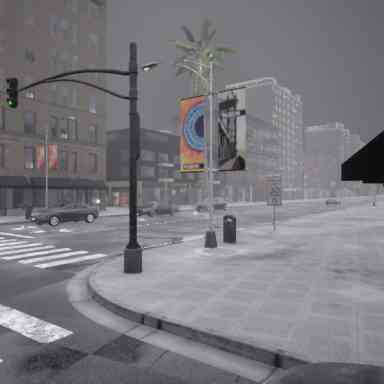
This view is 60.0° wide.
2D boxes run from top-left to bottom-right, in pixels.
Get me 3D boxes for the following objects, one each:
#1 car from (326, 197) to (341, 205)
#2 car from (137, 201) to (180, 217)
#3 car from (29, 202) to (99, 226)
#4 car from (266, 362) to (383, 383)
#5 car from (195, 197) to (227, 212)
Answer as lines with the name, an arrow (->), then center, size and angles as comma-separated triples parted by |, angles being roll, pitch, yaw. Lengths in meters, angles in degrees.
car -> 26.365, 1.710, 62.065 | 1.994, 1.385, 4.181 | 0, 0, 35
car -> -3.301, 1.580, 31.547 | 2.033, 1.411, 5.357 | 0, 0, 35
car -> -8.921, 1.520, 23.566 | 1.837, 1.490, 4.892 | 0, 0, 35
car -> 2.203, 1.551, 1.279 | 4.403, 1.369, 2.008 | 0, 0, 35
car -> 2.345, 1.404, 39.556 | 2.097, 1.767, 4.553 | 0, 0, 35
